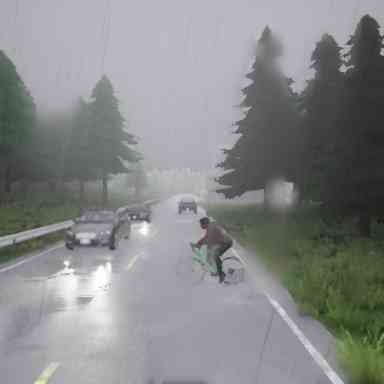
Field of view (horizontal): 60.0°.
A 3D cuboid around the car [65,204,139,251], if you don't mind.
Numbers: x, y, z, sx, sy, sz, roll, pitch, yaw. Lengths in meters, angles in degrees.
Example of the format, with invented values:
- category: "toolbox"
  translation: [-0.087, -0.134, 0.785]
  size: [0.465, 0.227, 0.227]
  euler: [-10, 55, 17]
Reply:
- category: "car"
  translation: [-3.809, 1.475, 14.187]
  size: [2.128, 1.511, 4.902]
  euler: [0, 0, -1]

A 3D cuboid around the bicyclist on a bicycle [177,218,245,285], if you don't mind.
- category: "bicyclist on a bicycle"
  translation: [0.457, 1.444, 7.999]
  size: [1.656, 1.620, 0.582]
  euler: [0, 0, -1]

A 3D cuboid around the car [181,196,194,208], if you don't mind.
- category: "car"
  translation: [-0.714, 1.416, 49.360]
  size: [1.882, 1.535, 5.008]
  euler: [0, 0, -1]

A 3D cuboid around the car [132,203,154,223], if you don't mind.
- category: "car"
  translation: [-3.981, 1.534, 24.746]
  size: [1.994, 1.385, 4.181]
  euler: [0, 0, -1]

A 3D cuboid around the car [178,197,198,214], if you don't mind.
- category: "car"
  translation: [-0.465, 1.459, 34.985]
  size: [1.837, 1.490, 4.892]
  euler: [0, -1, -1]
